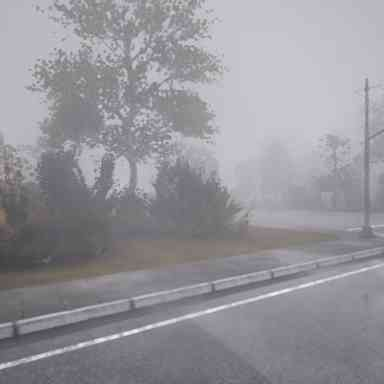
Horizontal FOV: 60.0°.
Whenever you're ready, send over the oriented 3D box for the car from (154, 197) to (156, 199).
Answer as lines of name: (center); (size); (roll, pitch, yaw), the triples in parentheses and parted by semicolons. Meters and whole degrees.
car: (-5.910, 1.823, 53.183); (5.566, 2.045, 2.150); (-1, -1, 40)
